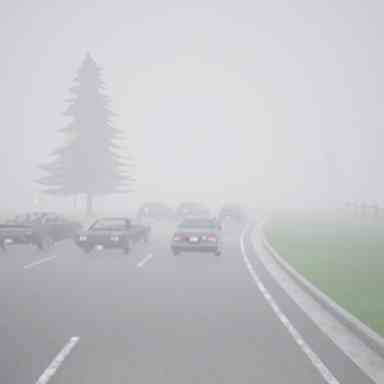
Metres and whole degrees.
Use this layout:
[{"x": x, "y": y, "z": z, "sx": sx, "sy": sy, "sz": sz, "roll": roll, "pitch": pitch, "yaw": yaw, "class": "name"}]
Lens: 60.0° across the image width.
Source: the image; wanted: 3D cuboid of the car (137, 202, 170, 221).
[{"x": -3.225, "y": 1.646, "z": 30.362, "sx": 2.097, "sy": 1.767, "sz": 4.553, "roll": 0, "pitch": -1, "yaw": 18, "class": "car"}]

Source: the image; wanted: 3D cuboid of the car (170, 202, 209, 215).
[{"x": 0.111, "y": 1.633, "z": 29.285, "sx": 2.097, "sy": 1.767, "sz": 4.553, "roll": 0, "pitch": -1, "yaw": 18, "class": "car"}]

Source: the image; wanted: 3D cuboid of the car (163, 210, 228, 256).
[{"x": 0.346, "y": 1.681, "z": 13.827, "sx": 2.033, "sy": 1.411, "sz": 5.357, "roll": 0, "pitch": -1, "yaw": 6, "class": "car"}]

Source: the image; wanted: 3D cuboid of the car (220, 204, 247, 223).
[{"x": 3.504, "y": 1.779, "z": 28.420, "sx": 1.837, "sy": 1.490, "sz": 4.892, "roll": 0, "pitch": 0, "yaw": 18, "class": "car"}]

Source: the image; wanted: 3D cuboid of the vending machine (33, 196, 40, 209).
[{"x": -25.958, "y": 1.757, "z": 55.653, "sx": 0.880, "sy": 2.100, "sz": 1.100, "roll": 0, "pitch": -1, "yaw": -34, "class": "vending machine"}]

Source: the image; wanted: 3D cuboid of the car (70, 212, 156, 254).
[{"x": -3.117, "y": 1.743, "z": 14.319, "sx": 1.895, "sy": 1.301, "sz": 4.718, "roll": 0, "pitch": -1, "yaw": 7, "class": "car"}]

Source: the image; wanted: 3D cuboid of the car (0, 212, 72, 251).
[{"x": -6.564, "y": 1.643, "z": 14.882, "sx": 2.128, "sy": 1.511, "sz": 4.902, "roll": 0, "pitch": 0, "yaw": 7, "class": "car"}]
